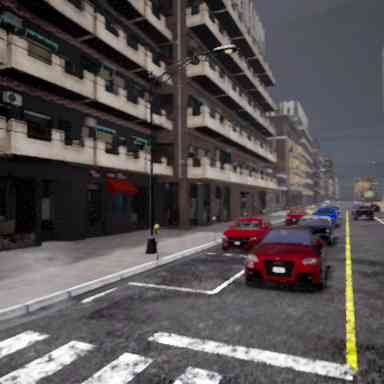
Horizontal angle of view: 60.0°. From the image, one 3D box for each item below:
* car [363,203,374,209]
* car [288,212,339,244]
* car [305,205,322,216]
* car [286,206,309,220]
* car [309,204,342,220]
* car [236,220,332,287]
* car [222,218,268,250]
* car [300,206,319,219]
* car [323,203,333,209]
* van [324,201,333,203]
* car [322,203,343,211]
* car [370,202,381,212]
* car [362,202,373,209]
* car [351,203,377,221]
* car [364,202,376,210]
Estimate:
[{"bbox_3d":[38.388,3.010,72.389,2.008,1.369,4.403,-1,-2,25],"label":"car"},{"bbox_3d":[6.709,1.989,18.069,1.895,1.301,4.718,-1,-2,25],"label":"car"},{"bbox_3d":[16.735,2.512,45.735,1.752,1.417,4.829,-1,-2,25],"label":"car"},{"bbox_3d":[9.815,2.225,30.870,1.887,1.381,4.507,-1,-1,25],"label":"car"},{"bbox_3d":[11.106,2.058,27.499,1.882,1.535,5.008,-1,-2,25],"label":"car"},{"bbox_3d":[3.002,1.792,10.113,1.994,1.385,4.181,-1,-2,25],"label":"car"},{"bbox_3d":[2.824,1.919,15.852,1.887,1.381,4.507,-1,-1,25],"label":"car"},{"bbox_3d":[14.405,2.408,40.728,1.752,1.417,4.829,-1,-2,25],"label":"car"},{"bbox_3d":[33.121,3.284,80.930,1.887,1.381,4.507,-1,-2,25],"label":"car"},{"bbox_3d":[30.789,2.972,75.929,1.690,1.788,3.998,-1,-2,25],"label":"van"},{"bbox_3d":[15.539,2.278,36.920,1.837,1.490,4.892,-1,-2,25],"label":"car"},{"bbox_3d":[31.396,2.701,57.371,1.947,1.339,4.313,-1,-2,25],"label":"car"},{"bbox_3d":[40.719,3.118,77.396,2.008,1.369,4.403,-1,-2,25],"label":"car"},{"bbox_3d":[18.314,2.213,35.545,1.837,1.490,4.892,-1,-2,26],"label":"car"},{"bbox_3d":[36.056,2.791,67.386,1.967,1.590,4.097,-1,-2,25],"label":"car"}]
